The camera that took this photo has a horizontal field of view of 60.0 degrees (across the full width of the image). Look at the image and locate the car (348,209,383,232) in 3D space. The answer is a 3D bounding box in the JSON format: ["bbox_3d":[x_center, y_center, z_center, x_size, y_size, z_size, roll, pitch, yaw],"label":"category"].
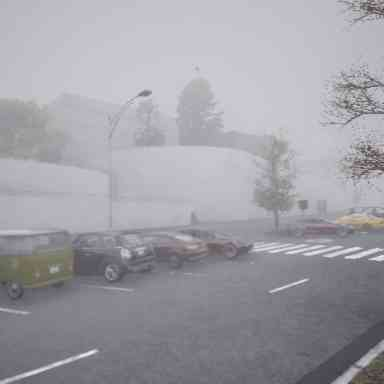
[{"bbox_3d":[13.792,2.665,29.148,5.366,1.575,1.946,-5,-4,27],"label":"car"}]

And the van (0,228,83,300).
[{"bbox_3d":[-6.007,2.214,10.860,4.442,1.987,1.878,-5,-4,27],"label":"van"}]

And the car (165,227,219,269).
[{"bbox_3d":[-1.498,2.520,14.829,4.674,1.452,2.002,-5,-4,27],"label":"car"}]

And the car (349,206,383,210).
[{"bbox_3d":[18.395,2.440,33.145,5.566,2.045,2.435,-5,-4,27],"label":"car"}]

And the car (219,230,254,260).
[{"bbox_3d":[0.736,2.533,16.859,4.792,1.488,2.163,-5,-5,27],"label":"car"}]

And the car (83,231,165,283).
[{"bbox_3d":[-3.676,2.328,12.808,4.553,1.767,2.185,-5,-4,27],"label":"car"}]

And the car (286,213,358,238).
[{"bbox_3d":[9.569,2.634,24.989,4.792,1.488,2.163,-5,-5,27],"label":"car"}]
